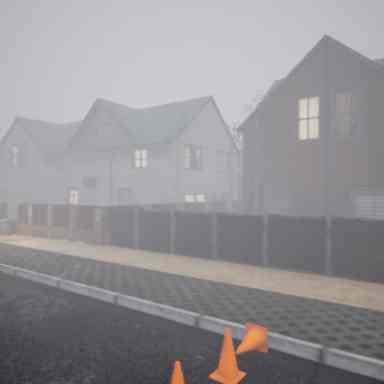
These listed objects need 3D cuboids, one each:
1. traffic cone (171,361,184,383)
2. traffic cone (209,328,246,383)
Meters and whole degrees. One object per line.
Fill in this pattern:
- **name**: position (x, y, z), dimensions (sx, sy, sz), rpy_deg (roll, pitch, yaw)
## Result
- **traffic cone**: position (-0.146, 1.966, 3.276), dimensions (0.340, 0.580, 0.340), rpy_deg (0, 0, 36)
- **traffic cone**: position (0.436, 1.968, 4.089), dimensions (0.340, 0.580, 0.340), rpy_deg (0, 0, 36)
